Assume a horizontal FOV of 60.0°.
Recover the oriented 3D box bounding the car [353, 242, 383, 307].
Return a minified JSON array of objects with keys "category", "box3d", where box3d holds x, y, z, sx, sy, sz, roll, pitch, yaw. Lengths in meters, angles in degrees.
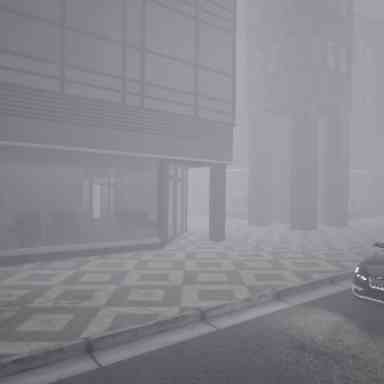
[{"category":"car","box3d":[5.360,1.504,7.118,4.892,1.490,1.837,0,0,-36]}]
